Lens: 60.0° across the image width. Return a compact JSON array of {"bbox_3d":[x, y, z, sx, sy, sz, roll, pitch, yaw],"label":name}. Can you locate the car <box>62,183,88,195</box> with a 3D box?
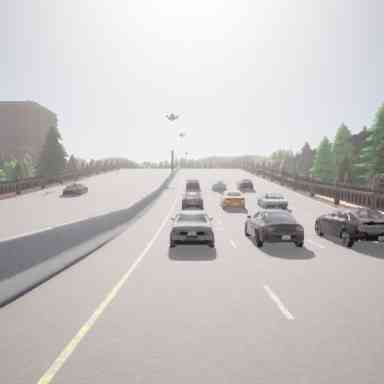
[{"bbox_3d":[-13.889,-0.392,39.739,1.994,1.385,4.181,0,7,0],"label":"car"}]

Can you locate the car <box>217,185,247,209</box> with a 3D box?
[{"bbox_3d":[3.556,0.579,29.561,1.882,1.535,5.008,0,5,0],"label":"car"}]

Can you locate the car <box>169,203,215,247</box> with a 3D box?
[{"bbox_3d":[0.001,1.494,14.634,2.033,1.411,5.357,0,1,0],"label":"car"}]

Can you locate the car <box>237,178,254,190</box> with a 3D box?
[{"bbox_3d":[7.140,-1.115,44.721,1.837,1.490,4.892,0,7,0],"label":"car"}]

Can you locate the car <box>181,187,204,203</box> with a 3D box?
[{"bbox_3d":[0.056,0.668,29.587,1.994,1.385,4.181,0,5,0],"label":"car"}]

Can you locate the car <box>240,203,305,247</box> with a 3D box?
[{"bbox_3d":[3.500,1.465,14.633,1.812,1.442,4.674,0,1,0],"label":"car"}]

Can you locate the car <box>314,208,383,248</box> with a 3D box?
[{"bbox_3d":[7.000,1.427,14.634,2.128,1.511,4.902,0,1,0],"label":"car"}]

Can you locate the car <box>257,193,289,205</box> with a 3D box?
[{"bbox_3d":[7.056,0.708,29.581,1.895,1.301,4.718,0,5,0],"label":"car"}]

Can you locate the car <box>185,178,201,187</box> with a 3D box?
[{"bbox_3d":[0.140,-1.147,44.754,1.882,1.535,5.008,0,7,0],"label":"car"}]

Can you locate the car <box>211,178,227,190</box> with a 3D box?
[{"bbox_3d":[3.640,-1.099,44.741,1.812,1.442,4.674,0,7,0],"label":"car"}]
